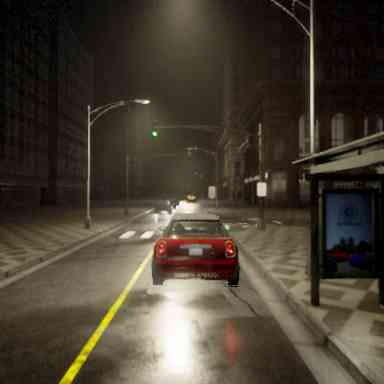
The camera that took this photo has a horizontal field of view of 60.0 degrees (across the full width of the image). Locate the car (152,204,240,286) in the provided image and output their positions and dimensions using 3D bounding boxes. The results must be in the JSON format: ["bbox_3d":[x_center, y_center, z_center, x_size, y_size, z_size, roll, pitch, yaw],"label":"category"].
[{"bbox_3d":[0.086,1.389,9.713,2.097,1.767,4.553,0,0,0],"label":"car"}]

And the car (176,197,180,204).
[{"bbox_3d":[-3.165,1.617,48.062,2.128,1.511,4.902,0,0,0],"label":"car"}]

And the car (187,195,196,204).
[{"bbox_3d":[-0.105,1.750,68.134,1.895,1.301,4.718,0,0,0],"label":"car"}]

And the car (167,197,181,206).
[{"bbox_3d":[-3.136,1.632,58.417,2.128,1.511,4.902,0,0,0],"label":"car"}]

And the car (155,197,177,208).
[{"bbox_3d":[-3.157,1.656,38.118,2.033,1.411,5.357,0,0,0],"label":"car"}]

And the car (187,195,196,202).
[{"bbox_3d":[-0.120,1.466,78.110,1.882,1.535,5.008,0,0,0],"label":"car"}]
